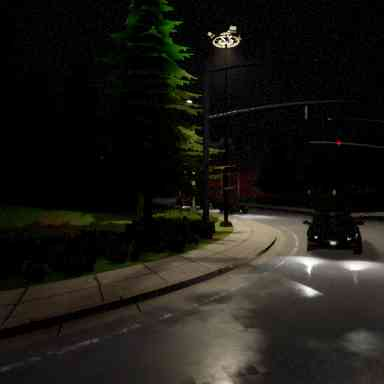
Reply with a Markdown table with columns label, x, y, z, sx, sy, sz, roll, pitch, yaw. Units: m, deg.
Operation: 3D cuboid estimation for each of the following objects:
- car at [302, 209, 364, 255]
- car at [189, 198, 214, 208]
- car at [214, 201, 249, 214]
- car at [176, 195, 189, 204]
| label | x | y | z | sx | sy | sz | roll | pitch | yaw |
| --- | --- | --- | --- | --- | --- | --- | --- | --- | --- |
| car | 5.732 | 1.508 | 13.592 | 1.837 | 1.490 | 4.892 | -1 | -1 | 23 |
| car | 1.674 | 1.221 | 45.322 | 2.150 | 2.045 | 5.566 | 0 | 0 | -16 |
| car | 4.354 | 1.601 | 35.633 | 1.895 | 1.301 | 4.718 | 0 | 0 | -15 |
| car | -1.202 | 1.352 | 55.210 | 2.097 | 1.767 | 4.553 | 0 | 0 | -17 |
